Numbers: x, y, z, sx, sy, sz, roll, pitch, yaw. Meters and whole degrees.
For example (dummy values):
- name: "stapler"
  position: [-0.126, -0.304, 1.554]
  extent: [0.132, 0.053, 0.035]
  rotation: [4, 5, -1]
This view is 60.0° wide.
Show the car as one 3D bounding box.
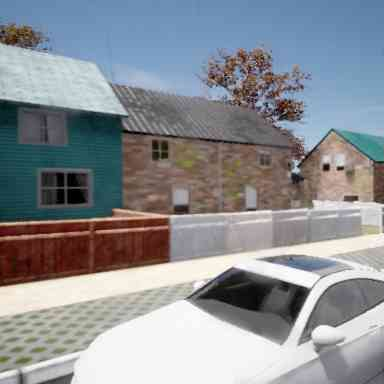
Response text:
- name: "car"
  position: [1.065, 1.535, 3.830]
  extent: [4.674, 1.442, 1.812]
  rotation: [0, 0, -35]
